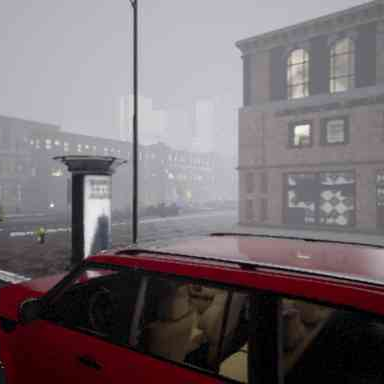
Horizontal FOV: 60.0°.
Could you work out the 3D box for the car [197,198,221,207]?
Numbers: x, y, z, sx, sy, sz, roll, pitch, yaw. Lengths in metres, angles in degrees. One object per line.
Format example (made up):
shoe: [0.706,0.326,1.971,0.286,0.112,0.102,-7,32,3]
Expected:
car: [2.971,1.748,56.432,1.752,1.417,4.829,0,0,35]

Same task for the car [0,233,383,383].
car: [-0.046,1.315,2.908,5.009,1.841,2.192,0,0,35]

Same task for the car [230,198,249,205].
car: [9.421,1.835,65.615,2.008,1.369,4.403,0,-1,35]

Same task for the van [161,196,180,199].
van: [-3.284,1.507,47.528,1.690,1.788,3.998,0,0,35]

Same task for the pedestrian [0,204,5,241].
pedestrian: [-8.335,1.175,14.268,0.375,1.860,0.375,0,0,35]

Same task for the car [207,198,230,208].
car: [3.659,1.774,52.789,1.994,1.385,4.181,0,0,36]

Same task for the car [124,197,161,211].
car: [-6.557,1.663,42.866,1.752,1.417,4.829,0,0,35]

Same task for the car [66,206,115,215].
car: [-10.090,1.693,33.326,1.895,1.301,4.718,0,0,35]

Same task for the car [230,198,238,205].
car: [6.245,1.804,61.093,2.008,1.369,4.403,0,-1,35]

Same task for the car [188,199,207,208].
car: [-0.107,1.745,52.049,2.008,1.369,4.403,0,0,35]

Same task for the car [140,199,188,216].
car: [-2.734,1.661,33.638,1.887,1.381,4.507,0,0,35]
